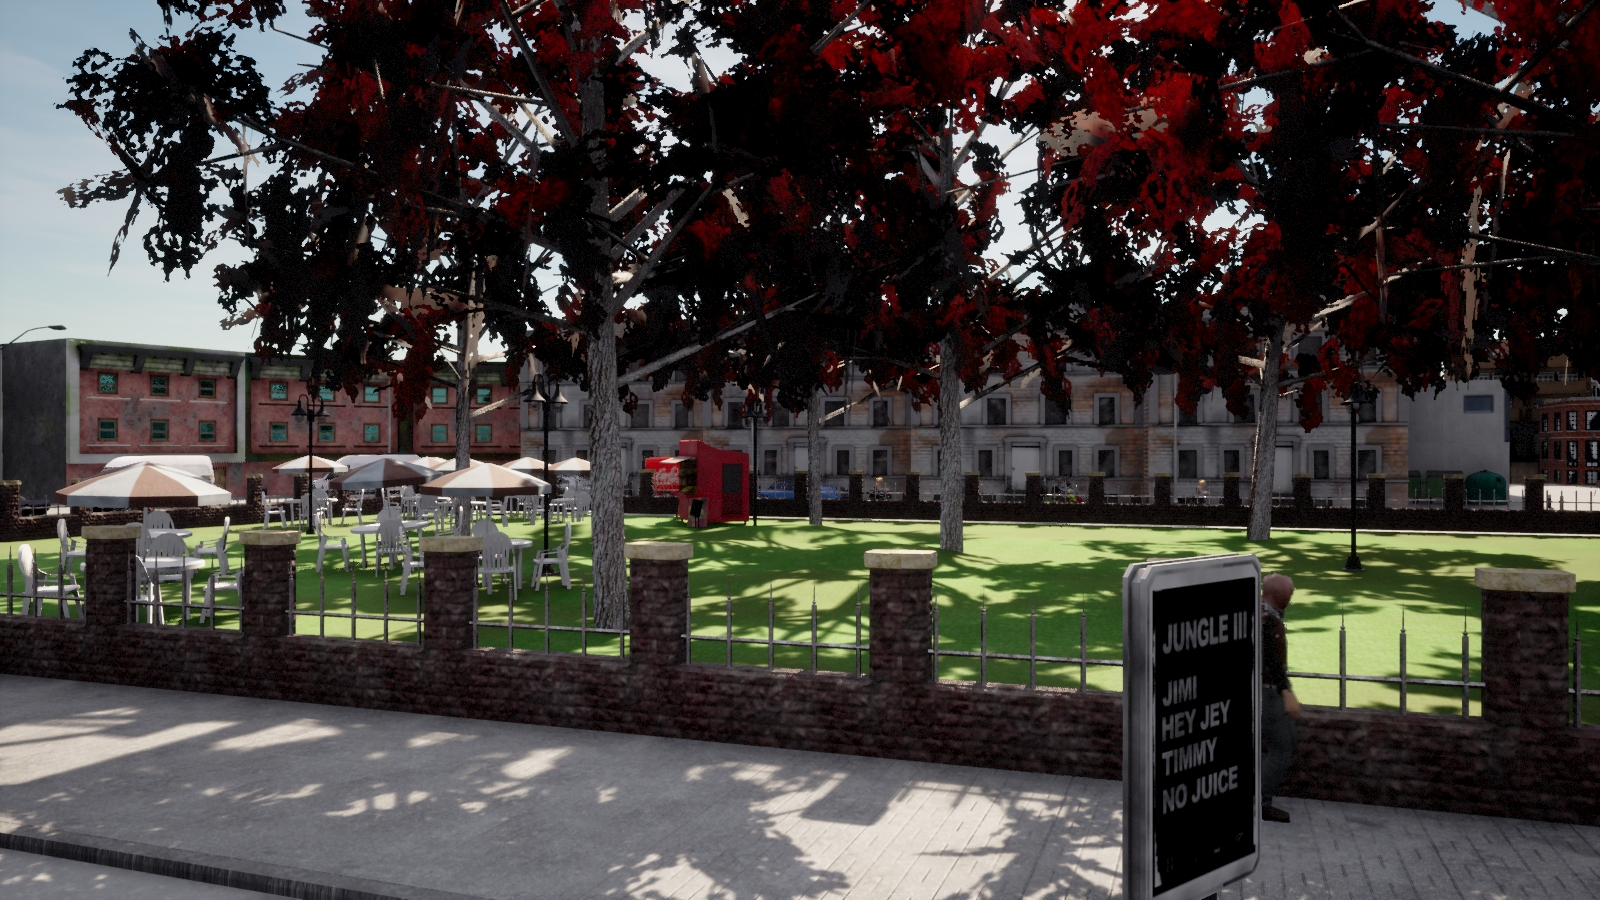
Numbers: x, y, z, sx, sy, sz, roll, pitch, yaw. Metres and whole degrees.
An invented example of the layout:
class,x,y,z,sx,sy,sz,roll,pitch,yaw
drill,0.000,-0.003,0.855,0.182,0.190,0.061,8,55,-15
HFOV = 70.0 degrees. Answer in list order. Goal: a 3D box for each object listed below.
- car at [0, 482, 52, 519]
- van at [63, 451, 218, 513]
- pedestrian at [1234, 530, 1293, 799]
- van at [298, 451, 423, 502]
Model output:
class,x,y,z,sx,sy,sz,roll,pitch,yaw
car,-31.066,1.935,42.988,1.895,1.301,4.718,0,0,20
van,-28.594,1.314,49.812,1.988,2.561,5.915,0,0,21
pedestrian,3.349,1.523,8.265,0.375,1.860,0.375,0,0,19
van,-22.926,1.316,59.677,5.915,2.561,1.988,0,0,-28
